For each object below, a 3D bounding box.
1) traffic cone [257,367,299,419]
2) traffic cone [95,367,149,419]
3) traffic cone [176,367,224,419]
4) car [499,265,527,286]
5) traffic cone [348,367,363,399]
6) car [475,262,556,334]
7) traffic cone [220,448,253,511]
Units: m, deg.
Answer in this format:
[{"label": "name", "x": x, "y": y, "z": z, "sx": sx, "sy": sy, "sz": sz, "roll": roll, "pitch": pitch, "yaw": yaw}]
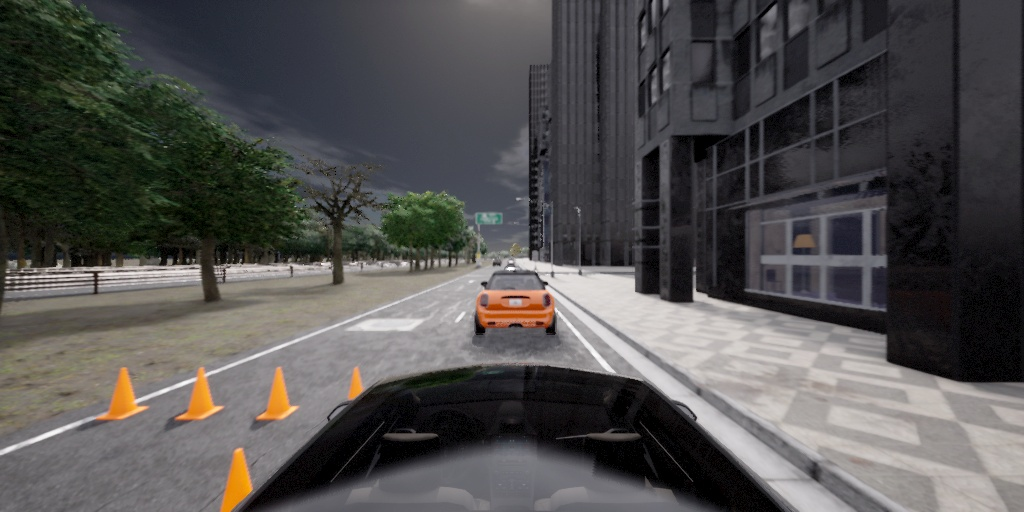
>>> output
[{"label": "traffic cone", "x": -3.014, "y": 1.737, "z": 4.628, "sx": 0.340, "sy": 0.580, "sz": 0.340, "roll": 0, "pitch": 0, "yaw": 0}, {"label": "traffic cone", "x": -5.014, "y": 1.739, "z": 4.624, "sx": 0.340, "sy": 0.580, "sz": 0.340, "roll": 0, "pitch": 0, "yaw": 0}, {"label": "traffic cone", "x": -4.014, "y": 1.738, "z": 4.626, "sx": 0.340, "sy": 0.580, "sz": 0.340, "roll": 0, "pitch": 0, "yaw": 0}, {"label": "car", "x": 0.051, "y": 1.521, "z": 29.284, "sx": 2.033, "sy": 1.411, "sz": 5.357, "roll": 0, "pitch": 0, "yaw": 0}, {"label": "traffic cone", "x": -2.014, "y": 1.736, "z": 4.630, "sx": 0.340, "sy": 0.580, "sz": 0.340, "roll": 0, "pitch": 0, "yaw": 0}, {"label": "car", "x": 0.085, "y": 1.188, "z": 11.052, "sx": 2.097, "sy": 1.767, "sz": 4.553, "roll": 0, "pitch": 0, "yaw": 0}, {"label": "traffic cone", "x": -2.009, "y": 1.717, "z": 2.630, "sx": 0.340, "sy": 0.580, "sz": 0.340, "roll": 0, "pitch": 0, "yaw": 0}]
